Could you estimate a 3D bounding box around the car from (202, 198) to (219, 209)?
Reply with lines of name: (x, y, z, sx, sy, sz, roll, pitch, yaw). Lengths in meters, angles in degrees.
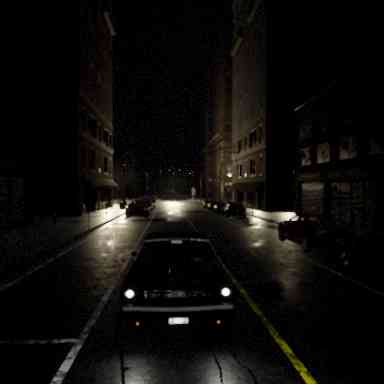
car: (2.515, 1.535, 46.731, 1.887, 1.381, 4.507, -1, 0, -4)

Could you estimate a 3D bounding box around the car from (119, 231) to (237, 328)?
car: (-0.329, 1.597, 7.134, 1.895, 1.301, 4.718, 0, 0, -3)

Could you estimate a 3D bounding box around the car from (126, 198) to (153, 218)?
car: (-4.774, 1.432, 29.633, 1.967, 1.590, 4.097, -1, 0, -4)

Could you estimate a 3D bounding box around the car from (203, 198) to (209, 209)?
car: (2.920, 1.535, 41.241, 1.887, 1.381, 4.507, -1, 0, -4)

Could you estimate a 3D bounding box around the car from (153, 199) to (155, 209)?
car: (-5.178, 1.557, 35.124, 1.947, 1.339, 4.313, -1, 0, -4)

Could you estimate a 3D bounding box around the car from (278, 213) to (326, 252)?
car: (4.943, 1.538, 13.790, 1.887, 1.381, 4.507, -1, 0, -4)

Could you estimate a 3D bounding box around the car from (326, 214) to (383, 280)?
car: (5.347, 1.435, 8.299, 1.967, 1.590, 4.097, -1, 0, -4)

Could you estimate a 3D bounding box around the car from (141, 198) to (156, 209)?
car: (-5.987, 1.537, 46.105, 1.887, 1.381, 4.507, -1, 0, -4)

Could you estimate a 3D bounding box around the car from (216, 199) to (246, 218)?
car: (3.729, 1.556, 30.260, 1.947, 1.339, 4.313, -1, 0, -4)

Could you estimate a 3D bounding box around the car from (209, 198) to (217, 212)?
car: (3.324, 1.535, 35.750, 1.887, 1.381, 4.507, -1, 0, -4)

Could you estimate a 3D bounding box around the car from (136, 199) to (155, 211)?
car: (-5.582, 1.542, 40.614, 2.008, 1.369, 4.403, -1, 0, -4)
